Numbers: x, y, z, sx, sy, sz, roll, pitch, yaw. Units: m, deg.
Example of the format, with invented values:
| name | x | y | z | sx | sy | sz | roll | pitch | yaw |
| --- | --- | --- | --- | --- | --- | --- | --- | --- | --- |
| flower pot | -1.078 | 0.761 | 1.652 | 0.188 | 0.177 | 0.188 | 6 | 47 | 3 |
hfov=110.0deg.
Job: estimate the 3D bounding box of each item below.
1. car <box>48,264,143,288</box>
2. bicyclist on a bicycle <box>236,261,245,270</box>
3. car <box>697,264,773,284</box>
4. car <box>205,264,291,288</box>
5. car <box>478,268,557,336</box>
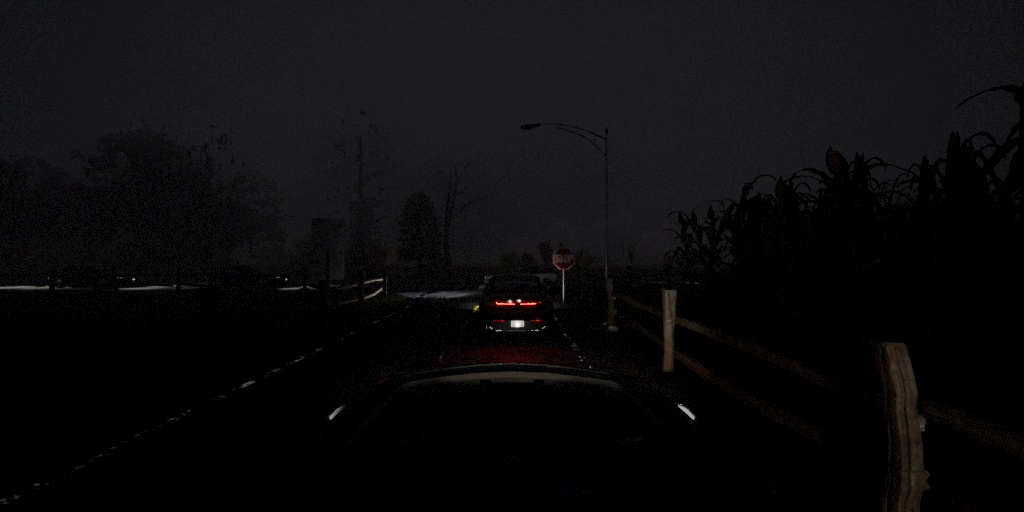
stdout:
| name | x | y | z | sx | sy | sz | roll | pitch | yaw |
| --- | --- | --- | --- | --- | --- | --- | --- | --- | --- |
| car | -27.249 | 1.294 | 23.540 | 4.892 | 1.490 | 1.837 | 0 | 0 | 0 |
| bicyclist on a bicycle | -22.402 | 1.241 | 29.442 | 0.582 | 1.620 | 1.656 | 0 | 0 | 1 |
| car | 16.259 | 1.261 | 25.858 | 5.357 | 1.411 | 2.033 | 0 | 0 | 1 |
| car | -17.116 | 1.281 | 23.391 | 4.892 | 1.490 | 1.837 | 0 | 0 | 1 |
| car | 0.071 | 1.255 | 10.366 | 1.837 | 1.490 | 4.892 | 0 | 0 | -1 |
